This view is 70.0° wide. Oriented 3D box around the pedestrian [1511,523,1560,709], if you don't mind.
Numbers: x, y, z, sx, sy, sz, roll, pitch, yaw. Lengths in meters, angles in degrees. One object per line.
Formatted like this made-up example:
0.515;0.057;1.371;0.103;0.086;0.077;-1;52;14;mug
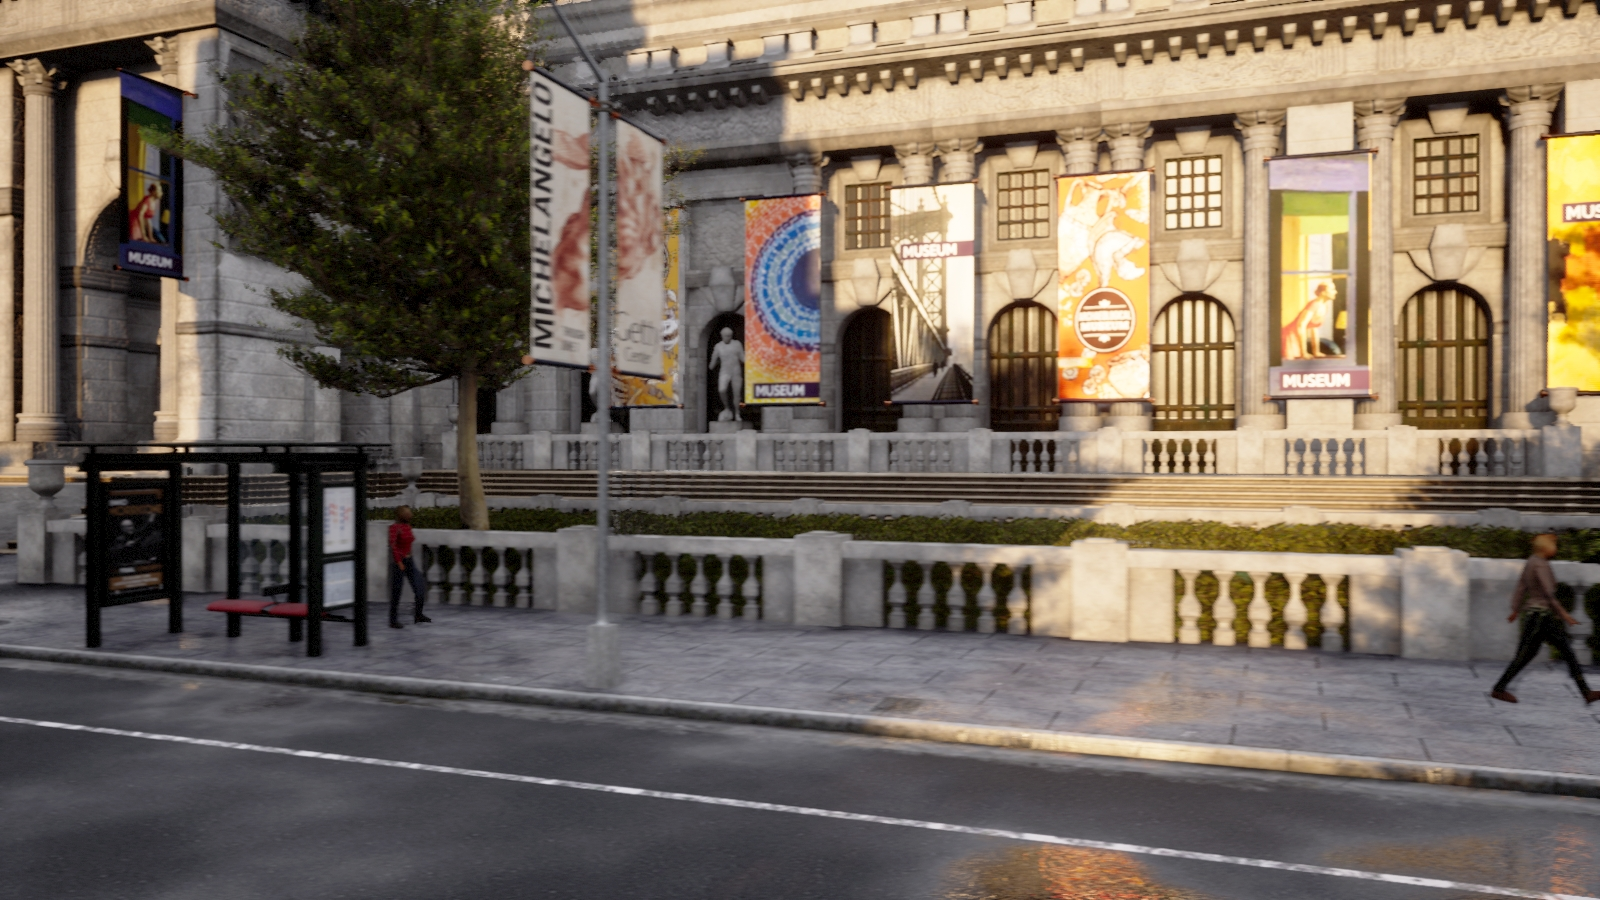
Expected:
7.600;1.697;11.818;0.375;1.860;0.375;0;0;25;pedestrian

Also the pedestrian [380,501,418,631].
-5.911;1.698;16.848;0.375;1.860;0.375;0;0;21;pedestrian
